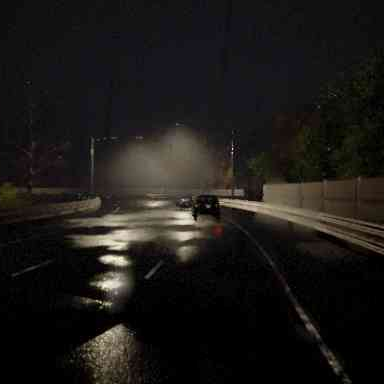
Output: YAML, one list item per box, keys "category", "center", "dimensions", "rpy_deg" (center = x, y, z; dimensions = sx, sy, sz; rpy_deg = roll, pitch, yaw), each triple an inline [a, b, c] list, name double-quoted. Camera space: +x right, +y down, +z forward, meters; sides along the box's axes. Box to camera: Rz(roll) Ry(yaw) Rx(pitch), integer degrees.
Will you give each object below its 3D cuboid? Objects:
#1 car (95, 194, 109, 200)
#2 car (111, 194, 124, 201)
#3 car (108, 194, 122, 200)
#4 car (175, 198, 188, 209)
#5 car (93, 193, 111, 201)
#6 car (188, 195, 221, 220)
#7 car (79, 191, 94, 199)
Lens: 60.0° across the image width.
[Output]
- category: "car"
  center: [-23.665, 1.246, 87.492]
  dimensions: [1.812, 1.442, 4.674]
  rpy_deg: [1, 0, -37]
- category: "car"
  center: [-17.671, 1.392, 78.452]
  dimensions: [1.895, 1.301, 4.718]
  rpy_deg: [1, 0, -31]
- category: "car"
  center: [-20.762, 1.253, 89.451]
  dimensions: [1.837, 1.490, 4.892]
  rpy_deg: [1, 0, -37]
- category: "car"
  center: [-1.093, 1.553, 45.211]
  dimensions: [1.994, 1.385, 4.181]
  rpy_deg: [1, 0, -12]
- category: "car"
  center: [-21.021, 1.310, 77.255]
  dimensions: [1.994, 1.385, 4.181]
  rpy_deg: [1, 0, -31]
- category: "car"
  center: [1.105, 1.237, 28.532]
  dimensions: [2.150, 2.045, 5.566]
  rpy_deg: [1, 0, -3]
- category: "car"
  center: [-26.813, 1.214, 85.870]
  dimensions: [1.812, 1.442, 4.674]
  rpy_deg: [1, 0, -37]
